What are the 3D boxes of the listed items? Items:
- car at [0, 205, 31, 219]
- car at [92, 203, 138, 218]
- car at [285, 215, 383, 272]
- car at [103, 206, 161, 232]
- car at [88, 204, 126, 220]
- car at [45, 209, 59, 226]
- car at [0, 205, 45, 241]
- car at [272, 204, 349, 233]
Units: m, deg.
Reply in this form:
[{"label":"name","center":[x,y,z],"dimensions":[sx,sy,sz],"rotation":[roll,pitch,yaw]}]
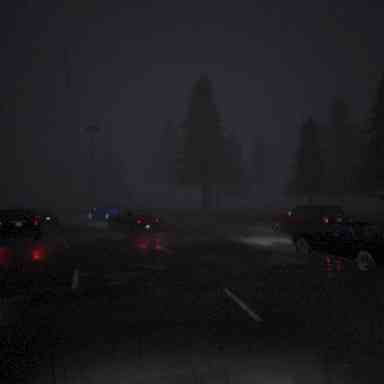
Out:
[{"label":"car","center":[-19.948,2.169,37.118],"dimensions":[4.181,1.385,1.994],"rotation":[-1,-1,39]},{"label":"car","center":[-8.733,2.023,37.347],"dimensions":[5.357,1.411,2.033],"rotation":[-1,-1,37]},{"label":"car","center":[5.359,1.650,11.043],"dimensions":[1.895,1.301,4.718],"rotation":[0,-1,-17]},{"label":"car","center":[-4.023,1.873,22.361],"dimensions":[1.895,1.301,4.718],"rotation":[0,-1,-35]},{"label":"car","center":[-8.077,1.890,31.744],"dimensions":[5.008,1.535,1.882],"rotation":[-1,-1,42]},{"label":"car","center":[-12.109,1.966,25.943],"dimensions":[4.181,1.385,1.994],"rotation":[-1,-1,43]},{"label":"car","center":[-9.674,1.646,18.058],"dimensions":[2.097,1.767,4.553],"rotation":[0,-1,-34]},{"label":"car","center":[6.432,1.462,18.343],"dimensions":[2.097,1.767,4.553],"rotation":[-1,-1,-23]}]
